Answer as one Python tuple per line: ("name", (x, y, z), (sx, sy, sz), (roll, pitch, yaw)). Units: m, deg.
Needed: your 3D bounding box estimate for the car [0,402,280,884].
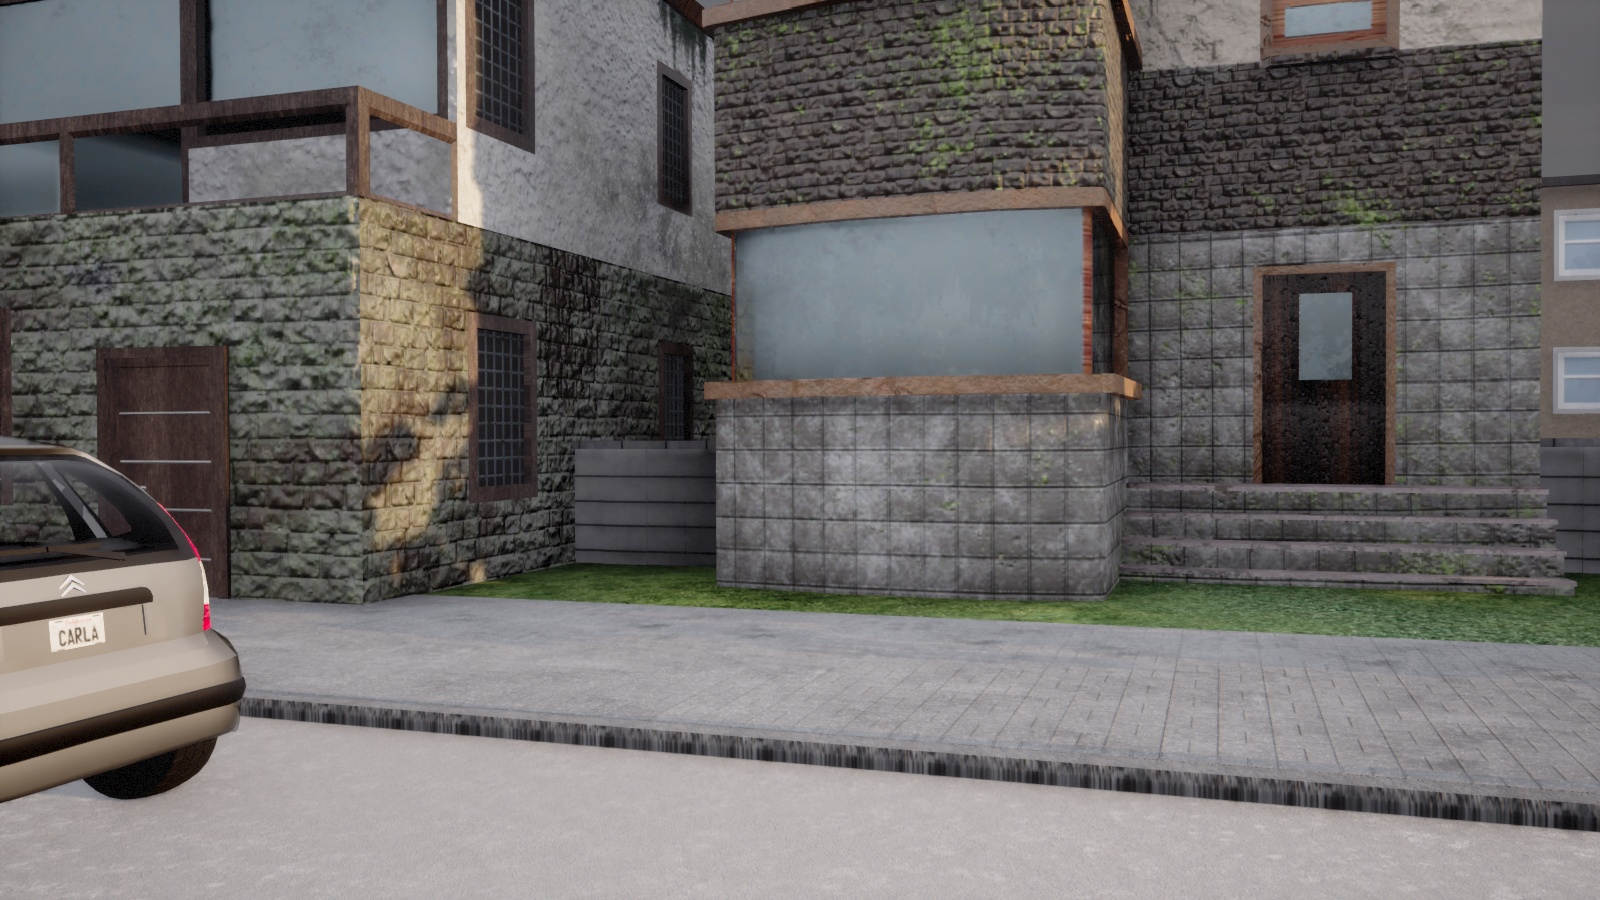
("car", (-4.446, 0.625, 5.213), (3.988, 1.617, 1.851), (1, 1, 19))
